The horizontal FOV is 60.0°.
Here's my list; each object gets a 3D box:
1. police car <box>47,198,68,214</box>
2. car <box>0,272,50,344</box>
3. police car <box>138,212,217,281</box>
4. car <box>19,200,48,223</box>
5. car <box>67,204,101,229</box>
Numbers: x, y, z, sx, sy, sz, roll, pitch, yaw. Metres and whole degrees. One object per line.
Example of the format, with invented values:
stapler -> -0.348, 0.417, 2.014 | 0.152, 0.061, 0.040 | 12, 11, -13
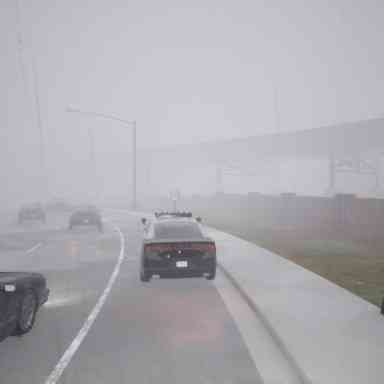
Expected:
police car -> -15.147, 1.505, 37.158 | 1.930, 1.638, 5.238 | 0, 0, -35
car -> -3.434, 1.551, 3.596 | 2.033, 1.411, 5.357 | 0, 0, -2
police car -> -0.576, 1.422, 10.058 | 1.930, 1.638, 5.238 | 0, 0, -8
car -> -12.810, 1.595, 26.677 | 1.812, 1.442, 4.674 | 0, 0, -25
car -> -7.014, 1.551, 21.751 | 1.812, 1.442, 4.674 | 0, 0, -19
